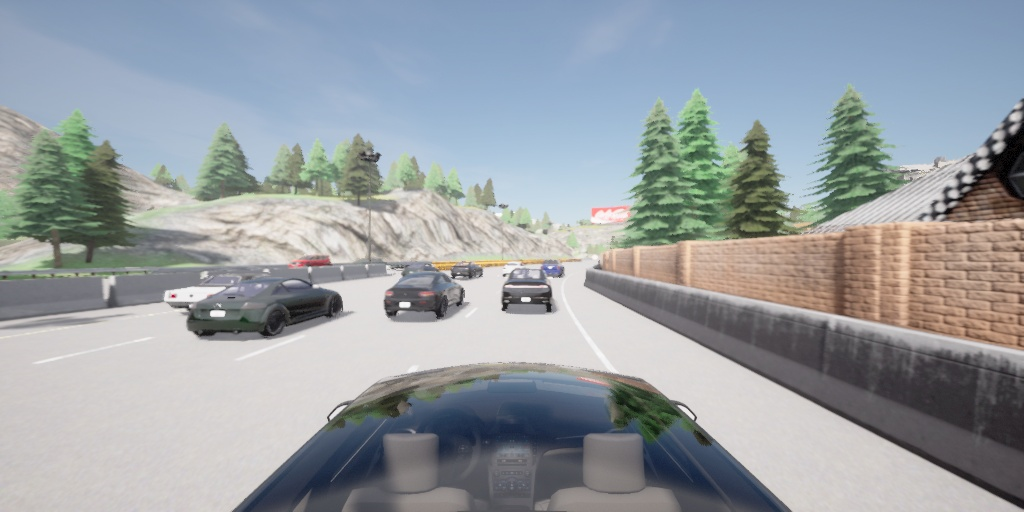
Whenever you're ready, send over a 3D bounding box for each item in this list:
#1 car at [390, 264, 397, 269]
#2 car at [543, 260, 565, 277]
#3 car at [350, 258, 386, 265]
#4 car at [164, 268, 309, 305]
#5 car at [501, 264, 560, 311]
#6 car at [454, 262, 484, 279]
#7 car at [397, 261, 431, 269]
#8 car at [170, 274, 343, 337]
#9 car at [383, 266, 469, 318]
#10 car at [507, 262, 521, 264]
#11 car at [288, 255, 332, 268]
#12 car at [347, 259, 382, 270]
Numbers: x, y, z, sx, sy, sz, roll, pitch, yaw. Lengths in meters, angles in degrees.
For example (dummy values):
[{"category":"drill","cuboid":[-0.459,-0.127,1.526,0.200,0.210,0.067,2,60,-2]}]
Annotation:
[{"category":"car","cuboid":[-14.470,1.306,48.510,1.895,1.301,4.718,0,0,16]},{"category":"car","cuboid":[4.041,1.125,35.608,2.097,1.767,4.553,0,0,13]},{"category":"car","cuboid":[-18.540,1.041,46.896,2.097,1.767,4.553,0,0,16]},{"category":"car","cuboid":[-9.961,1.316,13.613,1.895,1.301,4.718,0,0,4]},{"category":"car","cuboid":[0.651,1.247,14.430,2.128,1.511,4.902,0,0,4]},{"category":"car","cuboid":[-3.922,1.233,31.905,2.128,1.511,4.902,0,0,11]},{"category":"car","cuboid":[-7.718,1.291,30.704,1.994,1.385,4.181,0,0,10]},{"category":"car","cuboid":[-6.642,1.291,10.203,1.994,1.385,4.181,0,0,2]},{"category":"car","cuboid":[-2.984,1.267,12.803,1.812,1.442,4.674,0,0,4]},{"category":"car","cuboid":[0.319,1.284,35.101,1.812,1.442,4.674,0,0,13]},{"category":"car","cuboid":[-25.942,0.886,46.319,2.150,2.045,5.566,0,0,15]},{"category":"car","cuboid":[-20.941,1.159,51.222,1.882,1.535,5.008,0,0,17]}]
